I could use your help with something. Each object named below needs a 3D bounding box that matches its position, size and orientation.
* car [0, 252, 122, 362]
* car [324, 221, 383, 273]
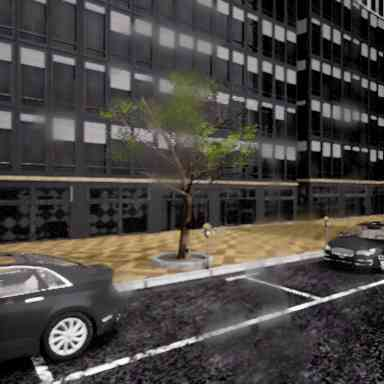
[{"bbox_3d":[-3.117,1.550,4.346,4.403,1.369,2.008,1,-1,-36],"label":"car"},{"bbox_3d":[6.136,1.656,10.947,4.403,1.369,2.008,1,-1,-36],"label":"car"}]
